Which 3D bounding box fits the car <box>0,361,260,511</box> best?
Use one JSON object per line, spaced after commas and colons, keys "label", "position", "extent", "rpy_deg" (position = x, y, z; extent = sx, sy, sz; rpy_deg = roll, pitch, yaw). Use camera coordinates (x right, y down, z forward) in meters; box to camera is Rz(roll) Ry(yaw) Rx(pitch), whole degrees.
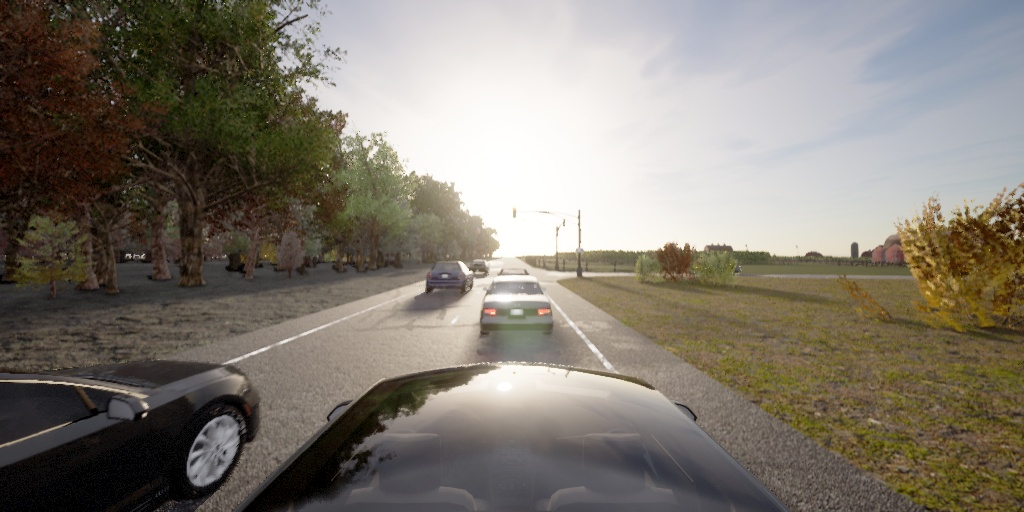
{"label": "car", "position": [-3.401, 1.255, 1.548], "extent": [1.837, 1.490, 4.892], "rpy_deg": [0, 0, 0]}

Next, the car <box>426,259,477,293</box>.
{"label": "car", "position": [-3.418, 1.053, 20.410], "extent": [2.097, 1.767, 4.553], "rpy_deg": [0, 0, 0]}

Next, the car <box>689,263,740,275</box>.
{"label": "car", "position": [24.005, 1.500, 42.620], "extent": [5.357, 1.411, 2.033], "rpy_deg": [1, -1, 0]}

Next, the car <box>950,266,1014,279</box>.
{"label": "car", "position": [51.385, 1.803, 38.889], "extent": [4.718, 1.301, 1.895], "rpy_deg": [1, -1, 1]}

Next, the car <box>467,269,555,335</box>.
{"label": "car", "position": [0.087, 1.275, 10.384], "extent": [2.033, 1.411, 5.357], "rpy_deg": [0, 0, 0]}

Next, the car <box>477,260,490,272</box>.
{"label": "car", "position": [-3.434, 1.160, 38.071], "extent": [1.837, 1.490, 4.892], "rpy_deg": [0, 1, 0]}
